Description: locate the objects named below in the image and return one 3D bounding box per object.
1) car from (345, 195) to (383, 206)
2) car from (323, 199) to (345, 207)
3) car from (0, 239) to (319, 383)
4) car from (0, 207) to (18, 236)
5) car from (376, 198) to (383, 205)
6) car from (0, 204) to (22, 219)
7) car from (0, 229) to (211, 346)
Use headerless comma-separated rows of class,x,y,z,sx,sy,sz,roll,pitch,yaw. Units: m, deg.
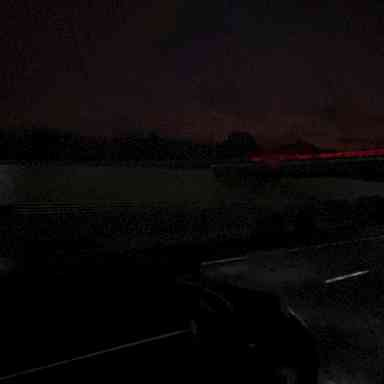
car,21.664,1.433,40.967,5.566,2.045,2.150,0,0,-35
car,18.997,1.712,43.361,4.892,1.490,1.837,0,0,-35
car,-0.849,1.357,3.143,4.553,1.767,2.097,0,0,-35
car,-11.530,1.566,17.263,4.181,1.385,1.994,0,0,-36
car,23.413,1.715,37.915,4.892,1.490,1.837,0,0,-35
car,-9.690,1.353,14.276,4.553,1.767,2.097,0,0,-36
car,-2.061,1.611,6.576,4.718,1.301,1.895,0,0,-36
